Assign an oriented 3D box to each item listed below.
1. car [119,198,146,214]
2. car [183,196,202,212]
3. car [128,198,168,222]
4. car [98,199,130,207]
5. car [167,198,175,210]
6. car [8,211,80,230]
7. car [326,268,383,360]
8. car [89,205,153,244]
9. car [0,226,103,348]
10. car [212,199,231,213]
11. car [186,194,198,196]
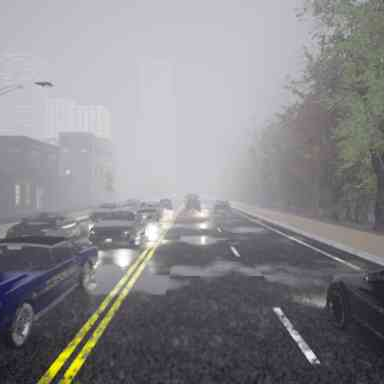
[{"bbox_3d":[-6.542,1.503,37.040,2.128,1.511,4.902,0,0,1],"label":"car"},{"bbox_3d":[0.097,1.516,38.355,1.837,1.490,4.892,0,0,0],"label":"car"},{"bbox_3d":[-3.326,1.499,26.180,2.128,1.511,4.902,0,0,0],"label":"car"},{"bbox_3d":[-6.577,1.556,26.564,2.033,1.411,5.357,0,0,0],"label":"car"},{"bbox_3d":[-3.243,1.574,42.132,1.837,1.490,4.892,0,0,0],"label":"car"},{"bbox_3d":[-6.607,1.568,15.156,1.994,1.385,4.181,0,0,-1],"label":"car"},{"bbox_3d":[3.349,1.565,4.212,1.994,1.385,4.181,0,0,0],"label":"car"},{"bbox_3d":[-3.346,1.552,16.047,2.033,1.411,5.357,0,0,0],"label":"car"},{"bbox_3d":[-3.351,1.603,6.396,1.895,1.301,4.718,0,0,0],"label":"car"},{"bbox_3d":[3.357,1.503,37.875,2.128,1.511,4.902,0,0,0],"label":"car"},{"bbox_3d":[0.008,1.236,48.586,2.150,2.045,5.566,0,0,0],"label":"car"}]
